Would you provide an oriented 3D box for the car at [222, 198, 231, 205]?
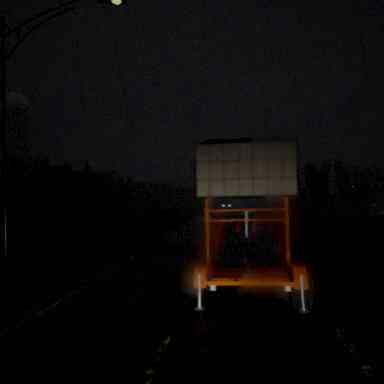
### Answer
[{"bbox_3d":[9.051,2.414,87.376,2.097,1.767,4.553,-1,-1,8],"label":"car"}]

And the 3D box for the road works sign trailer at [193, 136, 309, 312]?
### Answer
[{"bbox_3d":[1.284,0.535,7.874,2.380,3.560,2.880,-1,-1,8],"label":"road works sign trailer"}]
